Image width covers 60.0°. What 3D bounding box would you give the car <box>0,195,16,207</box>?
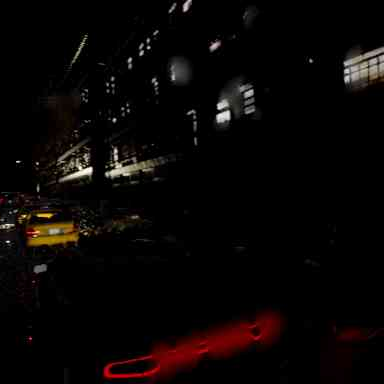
[{"bbox_3d":[-26.770,1.232,48.397,1.882,1.535,5.008,-2,1,-30],"label":"car"}]

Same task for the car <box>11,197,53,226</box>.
[{"bbox_3d":[-8.948,1.296,18.811,1.801,1.575,5.366,-2,1,-30],"label":"car"}]

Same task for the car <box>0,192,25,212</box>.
[{"bbox_3d":[-19.915,1.014,36.377,2.150,2.045,5.566,-2,1,-29],"label":"car"}]

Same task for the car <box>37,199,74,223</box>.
[{"bbox_3d":[-10.024,1.307,24.252,1.887,1.381,4.507,-1,1,-30],"label":"car"}]

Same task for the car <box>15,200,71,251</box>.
[{"bbox_3d":[-5.974,1.322,13.597,1.801,1.575,5.366,-2,1,-30],"label":"car"}]

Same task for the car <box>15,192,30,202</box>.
[{"bbox_3d":[-31.976,0.955,62.668,2.192,1.841,5.009,-1,0,-30],"label":"car"}]

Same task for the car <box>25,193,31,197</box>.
[{"bbox_3d":[-20.984,1.232,43.469,1.887,1.381,4.507,-1,0,-30],"label":"car"}]

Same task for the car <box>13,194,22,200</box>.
[{"bbox_3d":[-42.935,1.199,81.891,1.802,1.307,4.206,-1,0,-30],"label":"car"}]

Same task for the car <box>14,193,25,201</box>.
[{"bbox_3d":[-37.456,1.065,72.280,1.967,1.590,4.097,-1,0,-30],"label":"car"}]

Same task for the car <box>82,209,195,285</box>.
[{"bbox_3d":[-1.888,1.357,9.989,1.752,1.417,4.829,-1,1,-30],"label":"car"}]

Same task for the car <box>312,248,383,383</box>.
[{"bbox_3d":[0.937,1.404,5.036,1.887,1.381,4.507,-1,1,-30],"label":"car"}]

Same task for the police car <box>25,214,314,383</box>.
[{"bbox_3d":[-1.078,1.342,4.778,1.930,1.638,5.238,-2,1,-30],"label":"police car"}]
